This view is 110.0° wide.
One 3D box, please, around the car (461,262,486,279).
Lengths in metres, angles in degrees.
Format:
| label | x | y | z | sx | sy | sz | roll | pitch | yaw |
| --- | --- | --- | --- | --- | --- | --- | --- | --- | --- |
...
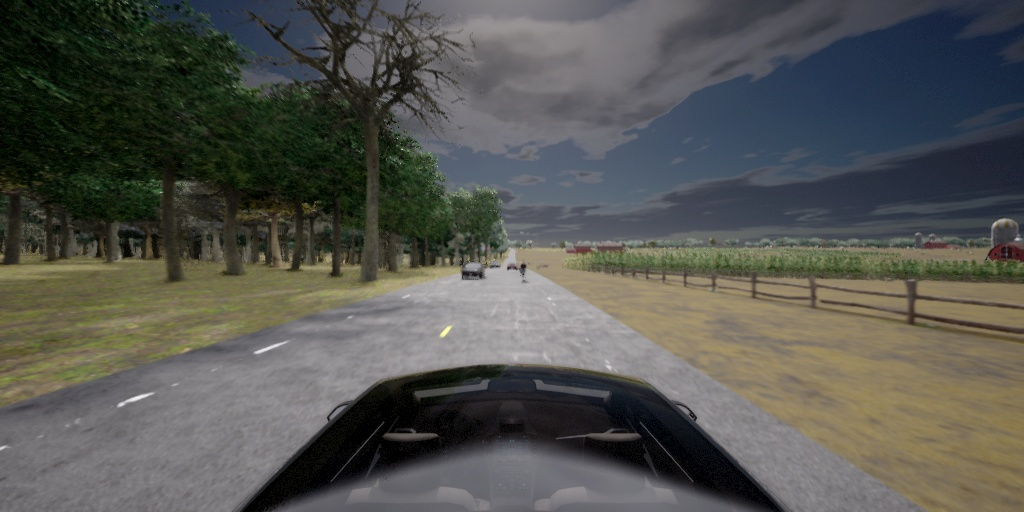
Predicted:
| label | x | y | z | sx | sy | sz | roll | pitch | yaw |
| --- | --- | --- | --- | --- | --- | --- | --- | --- | --- |
| car | -3.559 | 1.334 | 33.506 | 1.882 | 1.535 | 5.008 | 0 | -1 | 0 |

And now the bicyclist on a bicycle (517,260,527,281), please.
| label | x | y | z | sx | sy | sz | roll | pitch | yaw |
| --- | --- | --- | --- | --- | --- | --- | --- | --- | --- |
| bicyclist on a bicycle | 0.976 | 1.193 | 29.927 | 0.659 | 1.776 | 1.843 | 0 | 0 | 0 |
